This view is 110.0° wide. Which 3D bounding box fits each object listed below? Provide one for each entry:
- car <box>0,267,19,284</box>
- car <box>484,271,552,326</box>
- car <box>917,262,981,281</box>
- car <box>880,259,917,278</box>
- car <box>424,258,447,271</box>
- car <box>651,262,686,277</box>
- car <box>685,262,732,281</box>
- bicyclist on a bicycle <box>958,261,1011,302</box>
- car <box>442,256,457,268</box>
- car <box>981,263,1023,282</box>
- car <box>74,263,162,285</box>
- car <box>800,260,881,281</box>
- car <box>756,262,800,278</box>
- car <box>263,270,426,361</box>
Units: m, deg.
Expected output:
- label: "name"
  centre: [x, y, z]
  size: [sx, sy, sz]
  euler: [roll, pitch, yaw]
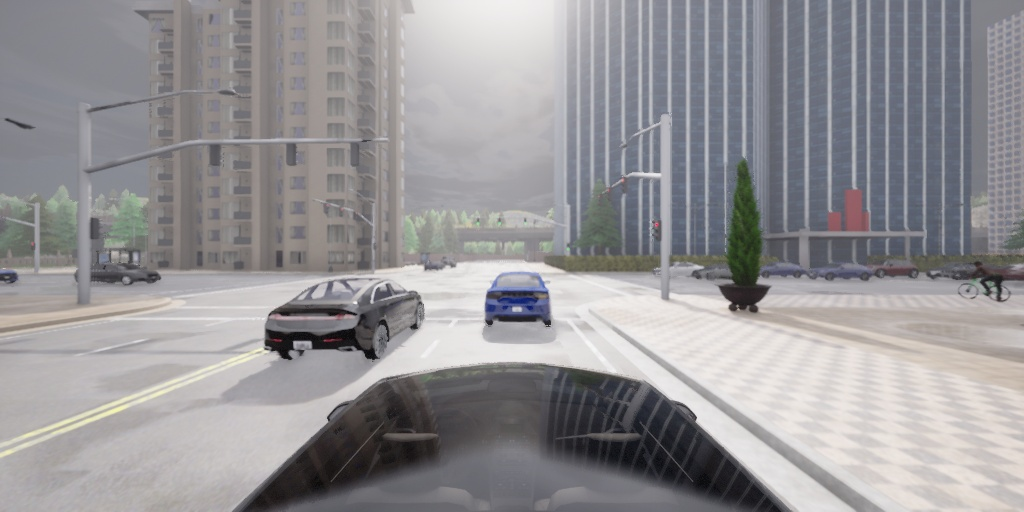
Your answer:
- label: "car"
  centre: [-37.994, 1.226, 25.185]
  size: [5.008, 1.535, 1.882]
  euler: [0, 0, -1]
- label: "car"
  centre: [0.256, 1.226, 11.746]
  size: [1.882, 1.535, 5.008]
  euler: [0, 0, 3]
- label: "car"
  centre: [37.255, 1.236, 29.596]
  size: [4.902, 1.511, 2.128]
  euler: [0, 0, 0]
- label: "car"
  centre: [34.382, 1.096, 33.074]
  size: [4.553, 1.767, 2.097]
  euler: [0, 0, 0]
- label: "car"
  centre: [-10.588, 1.344, 48.665]
  size: [1.895, 1.301, 4.718]
  euler: [0, 0, 0]
- label: "car"
  centre: [15.214, 1.270, 32.896]
  size: [4.674, 1.442, 1.812]
  euler: [0, 0, -1]
- label: "car"
  centre: [17.015, 1.309, 29.414]
  size: [4.181, 1.385, 1.994]
  euler: [0, 0, -1]
- label: "bicyclist on a bicycle"
  centre: [19.643, 1.048, 14.956]
  size: [0.582, 1.620, 1.656]
  euler: [0, 0, -1]
- label: "car"
  centre: [-10.547, 0.963, 59.339]
  size: [2.150, 2.045, 5.566]
  euler: [0, 0, 0]
- label: "car"
  centre: [37.569, 1.270, 25.917]
  size: [4.674, 1.442, 1.812]
  euler: [0, 0, -1]
- label: "car"
  centre: [-27.691, 1.253, 25.271]
  size: [4.892, 1.490, 1.837]
  euler: [0, 0, -1]
- label: "car"
  centre: [26.934, 1.270, 29.505]
  size: [4.674, 1.442, 1.812]
  euler: [0, 0, 0]
- label: "car"
  centre: [24.297, 1.270, 32.983]
  size: [4.674, 1.442, 1.812]
  euler: [0, 0, 0]
- label: "car"
  centre: [-3.416, 1.241, 8.287]
  size: [2.128, 1.511, 4.902]
  euler: [0, 0, 0]
